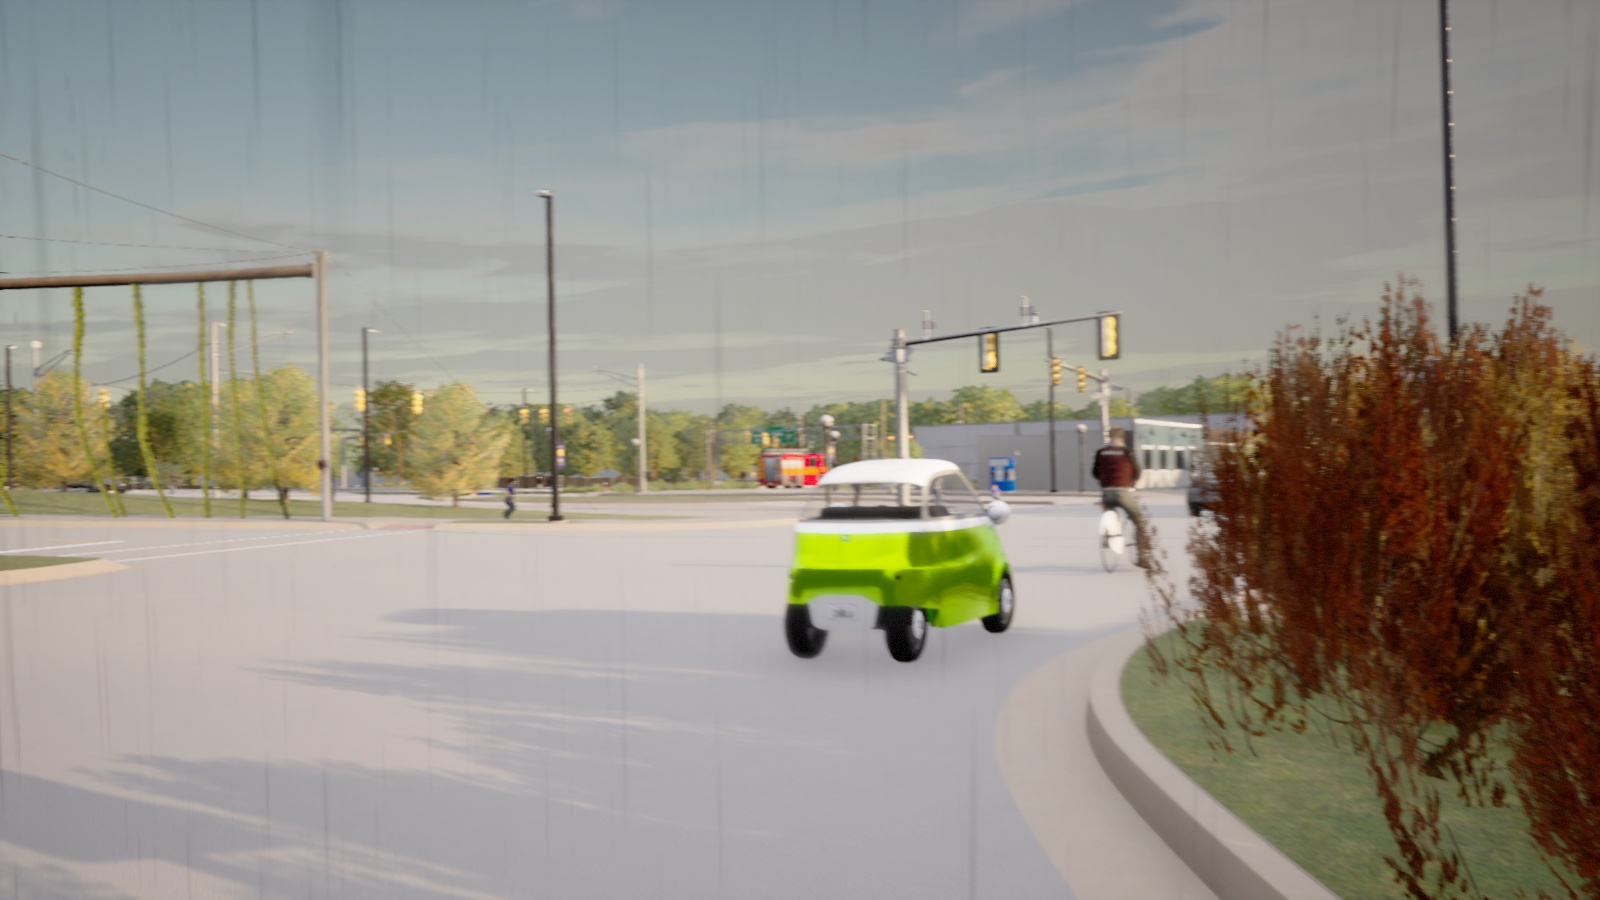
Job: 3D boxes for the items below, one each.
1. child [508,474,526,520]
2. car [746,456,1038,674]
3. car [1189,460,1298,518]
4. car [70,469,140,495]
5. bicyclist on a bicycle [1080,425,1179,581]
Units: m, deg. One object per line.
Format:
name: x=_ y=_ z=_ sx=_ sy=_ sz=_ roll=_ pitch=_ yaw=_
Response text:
child: x=-7.921 y=1.311 z=35.199 sx=0.437 sy=1.263 sz=0.270 roll=-1 pitch=-1 yaw=-4
car: x=0.763 y=0.755 z=9.315 sx=1.481 sy=1.376 sz=2.207 roll=-2 pitch=0 yaw=23
car: x=12.174 y=1.084 z=34.349 sx=1.970 sy=1.475 sz=3.806 roll=-2 pitch=-3 yaw=33
car: x=-47.207 y=2.181 z=85.268 sx=4.611 sy=1.667 sz=2.242 roll=0 pitch=-1 yaw=34
bicyclist on a bicycle: x=4.021 y=0.607 z=15.229 sx=0.659 sy=1.776 sz=1.843 roll=-2 pitch=-1 yaw=30
